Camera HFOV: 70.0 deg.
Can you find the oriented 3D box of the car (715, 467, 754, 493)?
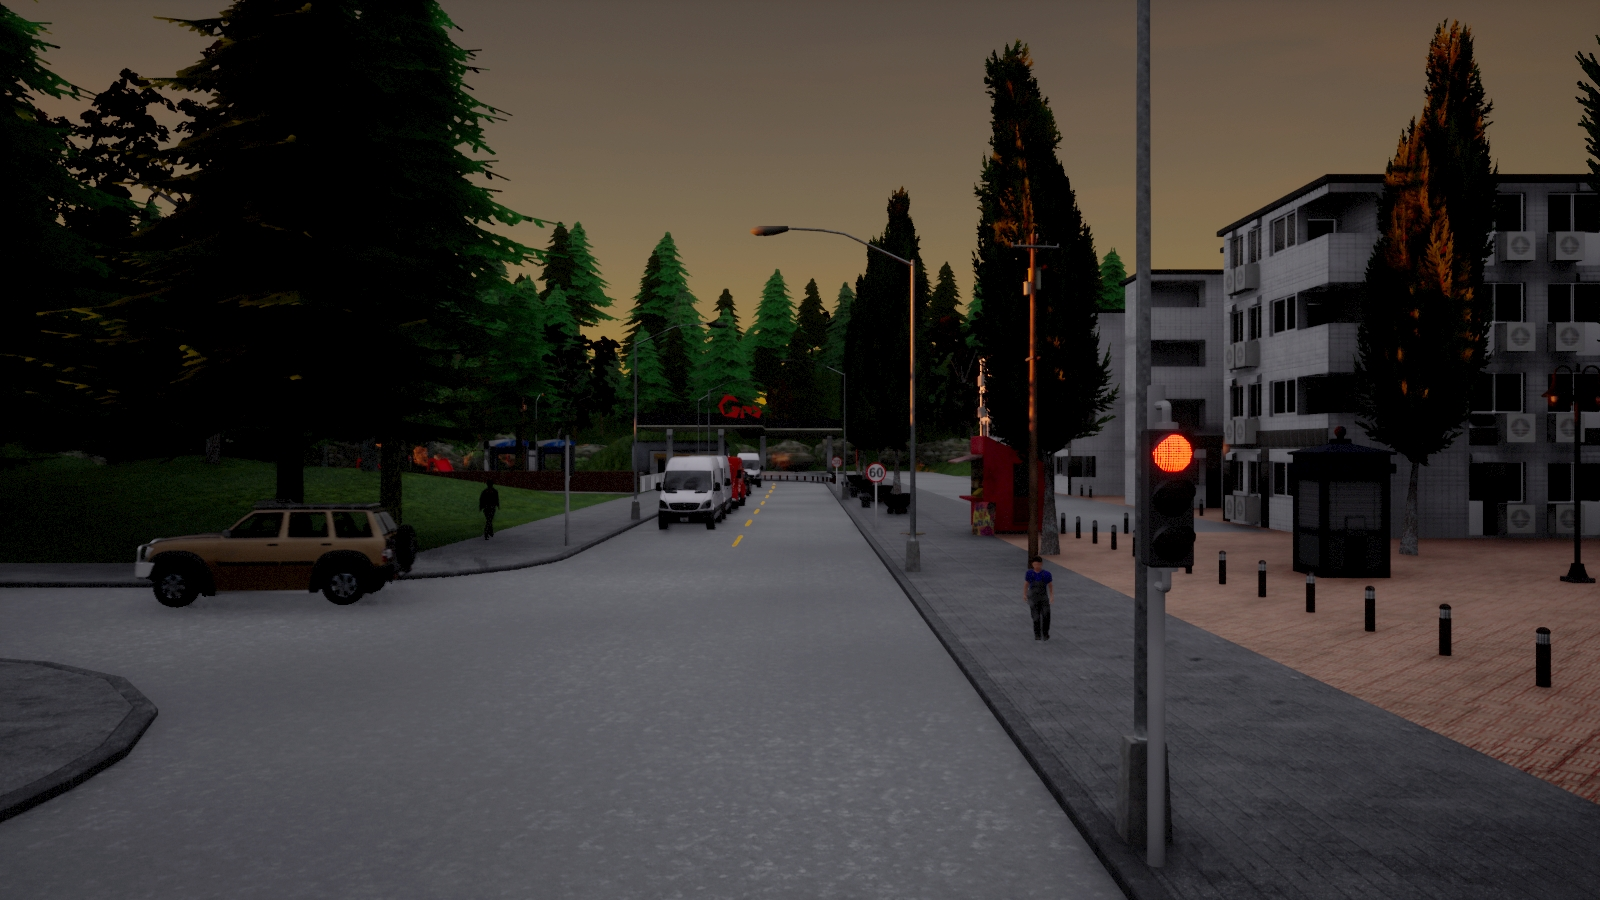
[{"bbox_3d":[-3.975,1.816,70.543,2.128,1.511,4.902,0,0,0],"label":"car"}]

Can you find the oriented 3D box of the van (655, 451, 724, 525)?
[{"bbox_3d":[-4.013,1.307,42.390,1.988,2.561,5.915,0,0,0],"label":"van"}]

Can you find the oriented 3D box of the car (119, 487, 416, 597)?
[{"bbox_3d":[-9.699,1.641,21.160,4.605,1.855,1.932,0,0,-7],"label":"car"}]

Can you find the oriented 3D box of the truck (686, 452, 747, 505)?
[{"bbox_3d":[-3.995,1.339,55.631,2.627,2.467,5.204,0,0,0],"label":"truck"}]

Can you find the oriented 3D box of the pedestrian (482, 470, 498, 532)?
[{"bbox_3d":[-9.296,1.520,34.216,0.375,1.860,0.375,0,0,0],"label":"pedestrian"}]

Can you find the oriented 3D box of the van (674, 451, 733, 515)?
[{"bbox_3d":[-4.007,1.306,48.327,1.988,2.561,5.915,0,0,0],"label":"van"}]

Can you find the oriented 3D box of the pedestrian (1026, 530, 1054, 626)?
[{"bbox_3d":[3.401,1.802,16.171,0.375,1.300,0.375,0,0,14],"label":"pedestrian"}]

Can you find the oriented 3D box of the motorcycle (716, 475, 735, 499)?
[{"bbox_3d":[-3.988,1.975,61.268,0.867,1.251,2.209,0,0,0],"label":"motorcycle"}]

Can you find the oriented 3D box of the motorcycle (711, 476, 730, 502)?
[{"bbox_3d":[-3.975,1.953,57.177,0.856,1.236,1.805,0,0,0],"label":"motorcycle"}]
